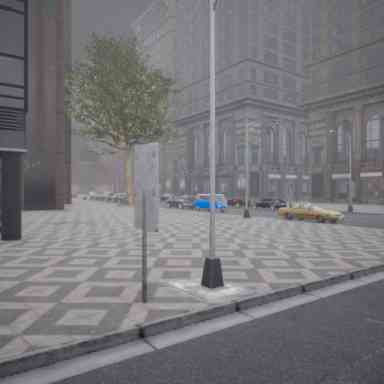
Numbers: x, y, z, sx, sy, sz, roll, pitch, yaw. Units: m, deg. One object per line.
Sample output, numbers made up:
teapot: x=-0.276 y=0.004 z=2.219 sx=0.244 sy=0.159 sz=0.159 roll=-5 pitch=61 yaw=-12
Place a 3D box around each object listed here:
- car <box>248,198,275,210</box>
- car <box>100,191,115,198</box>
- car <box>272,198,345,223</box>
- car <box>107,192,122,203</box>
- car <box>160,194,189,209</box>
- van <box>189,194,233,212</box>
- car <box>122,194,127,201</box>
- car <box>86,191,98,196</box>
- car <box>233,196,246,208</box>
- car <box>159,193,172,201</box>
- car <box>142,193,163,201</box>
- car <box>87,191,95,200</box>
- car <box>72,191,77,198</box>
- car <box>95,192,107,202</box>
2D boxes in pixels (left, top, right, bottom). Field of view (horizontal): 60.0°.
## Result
car: x=8.828 y=1.316 z=38.073 sx=1.947 sy=1.339 sz=4.313 roll=1 pitch=0 yaw=-35
car: x=-20.169 y=0.589 z=79.485 sx=1.887 sy=1.381 sz=4.507 roll=1 pitch=0 yaw=-35
car: x=8.393 y=1.398 z=23.829 sx=1.752 sy=1.417 sz=4.829 roll=1 pitch=0 yaw=-35
car: x=-11.039 y=0.993 z=51.586 sx=2.008 sy=1.369 sz=4.403 roll=1 pitch=0 yaw=-35
car: x=-1.372 y=1.231 z=37.778 sx=2.008 sy=1.369 sz=4.403 roll=1 pitch=0 yaw=-35
van: x=1.852 y=1.091 z=33.175 sx=1.690 sy=1.788 sz=3.998 roll=1 pitch=0 yaw=-35
car: x=-7.720 y=1.052 z=46.845 sx=1.752 sy=1.417 sz=4.829 roll=1 pitch=0 yaw=-35
car: x=-26.613 y=0.473 z=88.687 sx=1.802 sy=1.307 sz=4.206 roll=1 pitch=0 yaw=-35
car: x=5.608 y=1.224 z=42.674 sx=1.887 sy=1.381 sz=4.507 roll=1 pitch=0 yaw=-35
car: x=-4.058 y=0.882 z=56.481 sx=1.967 sy=1.590 sz=4.097 roll=1 pitch=0 yaw=-35
car: x=-7.282 y=0.911 z=61.082 sx=2.008 sy=1.369 sz=4.403 roll=1 pitch=0 yaw=-35
car: x=-17.483 y=0.831 z=60.788 sx=2.008 sy=1.369 sz=4.403 roll=1 pitch=0 yaw=-35
car: x=-27.147 y=0.485 z=74.592 sx=1.967 sy=1.590 sz=4.097 roll=1 pitch=0 yaw=-35
car: x=-14.261 y=0.912 z=56.187 sx=2.008 sy=1.369 sz=4.403 roll=1 pitch=0 yaw=-35
